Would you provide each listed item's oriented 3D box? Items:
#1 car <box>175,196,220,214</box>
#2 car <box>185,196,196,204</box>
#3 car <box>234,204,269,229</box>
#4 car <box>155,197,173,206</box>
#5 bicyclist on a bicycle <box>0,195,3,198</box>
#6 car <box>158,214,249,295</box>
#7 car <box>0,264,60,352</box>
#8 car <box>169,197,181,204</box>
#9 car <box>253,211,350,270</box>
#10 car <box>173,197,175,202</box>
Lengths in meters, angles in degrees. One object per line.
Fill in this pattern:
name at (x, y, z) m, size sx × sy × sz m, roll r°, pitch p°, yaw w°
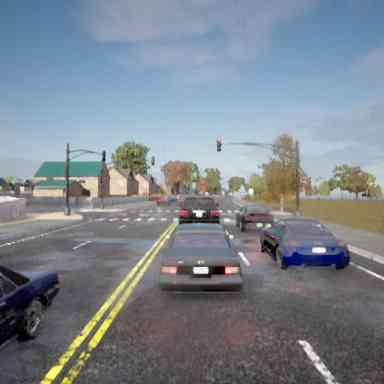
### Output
car at (0.422, 1.224, 19.138) m, size 2.150 × 2.045 × 5.566 m, roll 0°, pitch 0°, yaw 1°
car at (-0.221, 1.564, 69.419) m, size 1.882 × 1.535 × 5.008 m, roll 0°, pitch 0°, yaw 4°
car at (3.689, 1.507, 19.994) m, size 1.837 × 1.490 × 4.892 m, roll 0°, pitch 0°, yaw 3°
car at (-4.677, 1.655, 54.018) m, size 1.895 × 1.301 × 4.718 m, roll 0°, pitch 0°, yaw 4°
bicyclist on a bicycle at (-23.947, 1.009, 41.357) m, size 0.582 × 1.620 × 1.656 m, roll 1°, pitch -1°, yaw 16°
car at (0.204, 1.547, 8.891) m, size 2.033 × 1.411 × 5.357 m, roll 0°, pitch 0°, yaw 1°
car at (-3.313, 1.600, 3.741) m, size 1.895 × 1.301 × 4.718 m, roll 0°, pitch 0°, yaw 1°
car at (-3.497, 1.685, 69.213) m, size 1.895 × 1.301 × 4.718 m, roll 0°, pitch 0°, yaw 4°
car at (3.500, 1.563, 11.101) m, size 1.994 × 1.385 × 4.181 m, roll 0°, pitch 0°, yaw 1°
car at (-1.404, 1.528, 54.191) m, size 1.882 × 1.535 × 5.008 m, roll 0°, pitch 0°, yaw 4°
